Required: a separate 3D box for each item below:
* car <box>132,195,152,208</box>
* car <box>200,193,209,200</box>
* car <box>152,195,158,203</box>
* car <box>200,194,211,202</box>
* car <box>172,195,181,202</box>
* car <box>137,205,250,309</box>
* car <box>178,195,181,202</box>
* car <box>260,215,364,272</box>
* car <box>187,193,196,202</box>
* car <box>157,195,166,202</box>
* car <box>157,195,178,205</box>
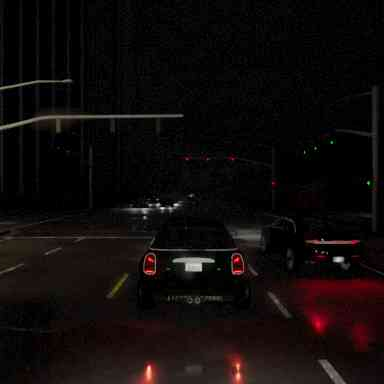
[{"bbox_3d":[-7.183,1.525,46.979,1.812,1.442,4.674,0,0,0],"label":"car"},{"bbox_3d":[3.331,1.214,87.535,2.097,1.767,4.553,0,0,0],"label":"car"},{"bbox_3d":[-7.174,1.350,63.470,2.097,1.767,4.553,0,0,0],"label":"car"},{"bbox_3d":[3.350,1.517,77.455,1.812,1.442,4.674,0,0,0],"label":"car"},{"bbox_3d":[-3.652,1.476,78.845,1.837,1.490,4.892,0,0,0],"label":"car"},{"bbox_3d":[0.042,1.352,8.012,2.097,1.767,4.553,0,0,0],"label":"car"},{"bbox_3d":[-3.674,1.490,63.719,2.128,1.511,4.902,0,0,0],"label":"car"},{"bbox_3d":[3.598,1.491,10.823,2.128,1.511,4.902,0,0,-3],"label":"car"},{"bbox_3d":[-0.150,1.590,77.547,1.895,1.301,4.718,0,0,0],"label":"car"},{"bbox_3d":[-7.152,1.499,78.487,1.812,1.442,4.674,0,0,0],"label":"car"},{"bbox_3d":[-3.687,1.546,50.837,2.033,1.411,5.357,0,0,0],"label":"car"}]
